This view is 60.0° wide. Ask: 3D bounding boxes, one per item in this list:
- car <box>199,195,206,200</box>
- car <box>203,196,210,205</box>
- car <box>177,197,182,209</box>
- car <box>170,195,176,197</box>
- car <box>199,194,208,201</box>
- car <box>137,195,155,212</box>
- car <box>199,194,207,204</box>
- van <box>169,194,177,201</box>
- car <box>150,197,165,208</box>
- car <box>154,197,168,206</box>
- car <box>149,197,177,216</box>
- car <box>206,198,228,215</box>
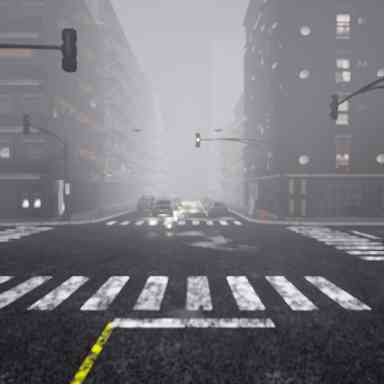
[{"bbox_3d":[2.855,1.591,94.436,1.802,1.307,4.206,-1,0,0],"label":"car"},{"bbox_3d":[2.678,1.560,39.044,2.008,1.369,4.403,-1,0,0],"label":"car"},{"bbox_3d":[-2.705,1.611,42.354,1.895,1.301,4.718,0,0,0],"label":"car"},{"bbox_3d":[-2.606,1.559,53.004,2.033,1.411,5.357,0,0,1],"label":"car"},{"bbox_3d":[2.816,1.326,83.358,2.192,1.841,5.009,-1,0,0],"label":"car"},{"bbox_3d":[-5.205,1.325,39.128,2.192,1.841,5.009,-1,0,0],"label":"car"},{"bbox_3d":[2.748,1.557,61.201,1.887,1.381,4.507,-1,0,0],"label":"car"},{"bbox_3d":[-5.046,1.352,88.963,1.690,1.788,3.998,-1,0,0],"label":"van"},{"bbox_3d":[-5.168,1.536,50.032,1.752,1.417,4.829,-1,0,0],"label":"car"},{"bbox_3d":[-5.149,1.594,55.740,1.802,1.307,4.206,-1,0,0],"label":"car"},{"bbox_3d":[-2.740,1.513,32.254,1.837,1.490,4.892,0,0,0],"label":"car"},{"bbox_3d":[2.661,1.590,33.505,1.802,1.307,4.206,-1,0,0],"label":"car"}]
